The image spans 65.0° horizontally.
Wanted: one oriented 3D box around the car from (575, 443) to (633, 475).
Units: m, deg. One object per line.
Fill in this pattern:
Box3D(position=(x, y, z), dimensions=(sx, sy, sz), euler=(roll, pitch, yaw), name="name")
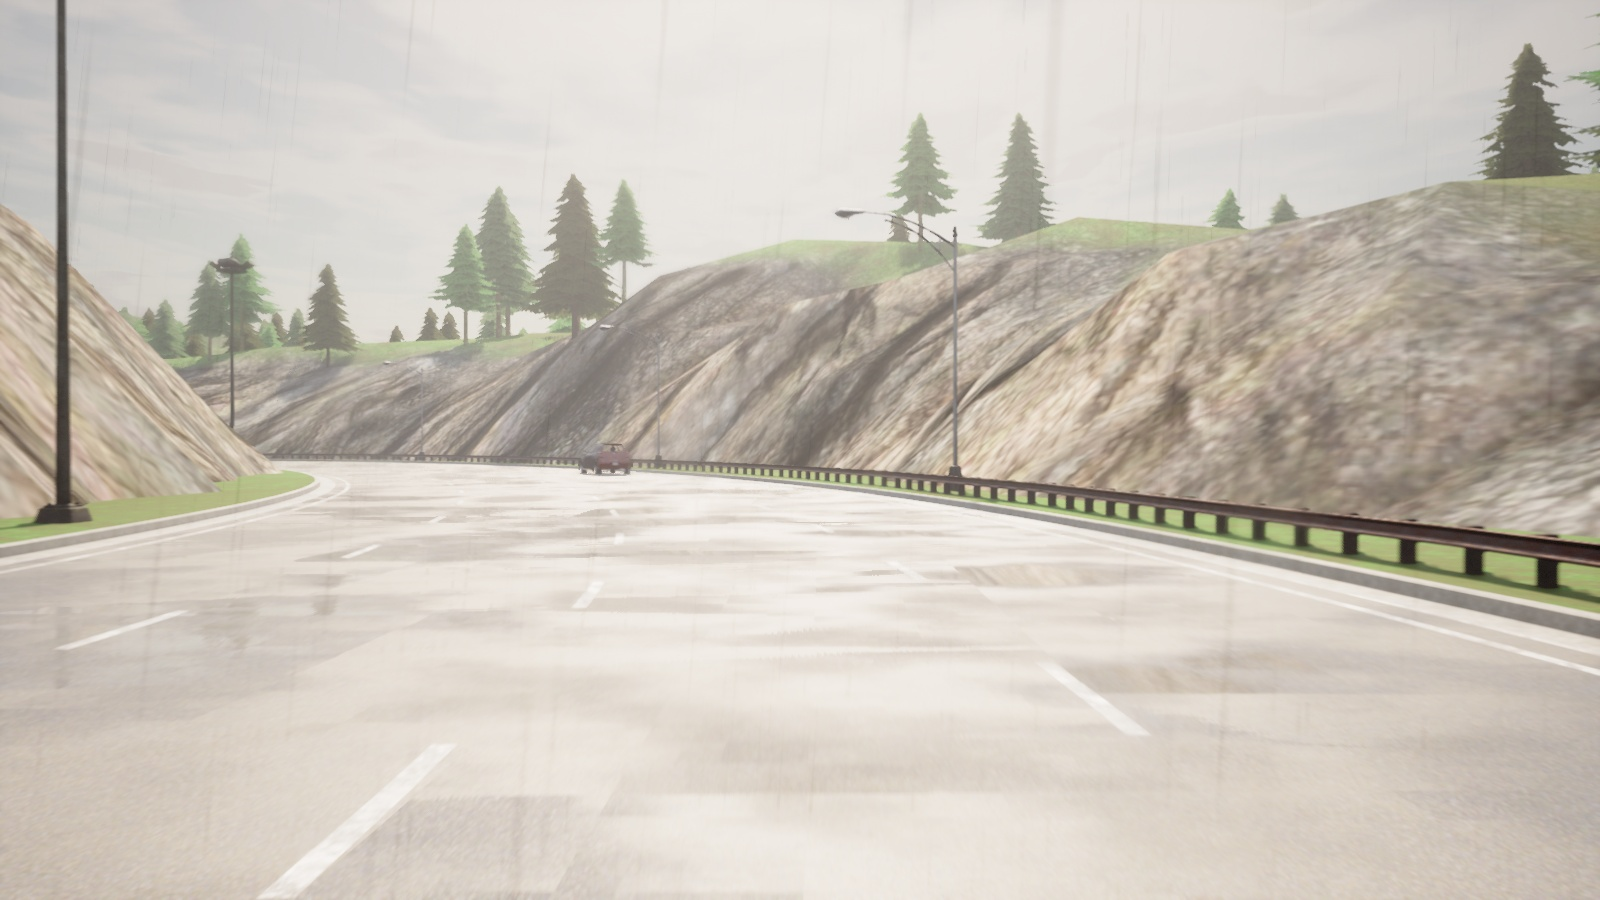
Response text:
Box3D(position=(-9.492, 0.421, 60.583), dimensions=(1.845, 1.501, 3.633), euler=(0, 0, -25), name="car")
